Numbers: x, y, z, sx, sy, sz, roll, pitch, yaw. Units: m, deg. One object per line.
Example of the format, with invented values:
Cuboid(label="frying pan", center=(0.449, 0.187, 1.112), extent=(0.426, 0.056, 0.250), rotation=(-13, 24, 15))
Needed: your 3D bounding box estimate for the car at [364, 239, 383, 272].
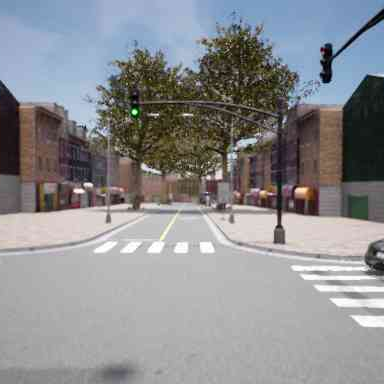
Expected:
Cuboid(label="car", center=(7.297, 1.767, 9.561), extent=(4.181, 1.385, 1.994), rotation=(1, 1, -7))
